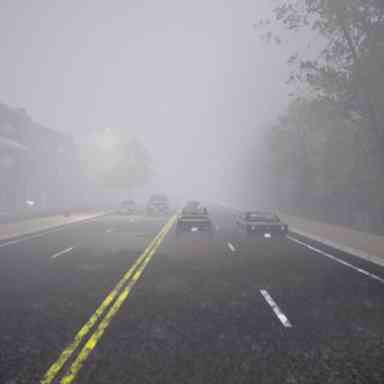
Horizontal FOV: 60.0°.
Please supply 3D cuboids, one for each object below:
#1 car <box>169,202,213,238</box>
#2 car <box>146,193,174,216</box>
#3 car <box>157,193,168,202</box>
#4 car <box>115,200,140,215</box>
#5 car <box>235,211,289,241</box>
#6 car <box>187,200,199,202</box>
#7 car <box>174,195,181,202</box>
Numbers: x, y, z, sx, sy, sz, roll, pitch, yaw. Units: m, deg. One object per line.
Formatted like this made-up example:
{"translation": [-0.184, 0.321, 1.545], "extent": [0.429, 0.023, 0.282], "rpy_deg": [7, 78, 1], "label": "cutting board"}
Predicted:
{"translation": [0.107, 1.530, 17.899], "extent": [2.128, 1.511, 4.902], "rpy_deg": [0, 0, 0], "label": "car"}
{"translation": [-3.333, 1.294, 33.926], "extent": [2.150, 2.045, 5.566], "rpy_deg": [0, 0, 0], "label": "car"}
{"translation": [-6.789, 1.195, 76.077], "extent": [2.150, 2.045, 5.566], "rpy_deg": [0, 0, -1], "label": "car"}
{"translation": [-6.583, 1.600, 34.656], "extent": [1.812, 1.442, 4.674], "rpy_deg": [0, 0, 0], "label": "car"}
{"translation": [3.356, 1.638, 16.984], "extent": [1.895, 1.301, 4.718], "rpy_deg": [0, 0, 0], "label": "car"}
{"translation": [0.112, 1.603, 35.927], "extent": [1.812, 1.442, 4.674], "rpy_deg": [0, 0, 0], "label": "car"}
{"translation": [-3.528, 1.397, 75.359], "extent": [2.097, 1.767, 4.553], "rpy_deg": [0, 0, -1], "label": "car"}
